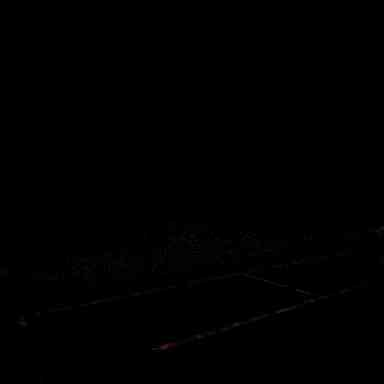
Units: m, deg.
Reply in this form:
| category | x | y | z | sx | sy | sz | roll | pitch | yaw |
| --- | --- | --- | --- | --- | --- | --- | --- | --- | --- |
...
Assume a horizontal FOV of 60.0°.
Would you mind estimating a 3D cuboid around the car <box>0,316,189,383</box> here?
| category | x | y | z | sx | sy | sz | roll | pitch | yaw |
| --- | --- | --- | --- | --- | --- | --- | --- | --- | --- |
| car | -2.313 | 1.601 | 1.735 | 4.718 | 1.301 | 1.895 | 0 | 0 | -35 |

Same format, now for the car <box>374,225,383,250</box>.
| category | x | y | z | sx | sy | sz | roll | pitch | yaw |
| --- | --- | --- | --- | --- | --- | --- | --- | --- | --- |
| car | 8.882 | 1.438 | 12.969 | 4.097 | 1.590 | 1.967 | 0 | -1 | -35 |
